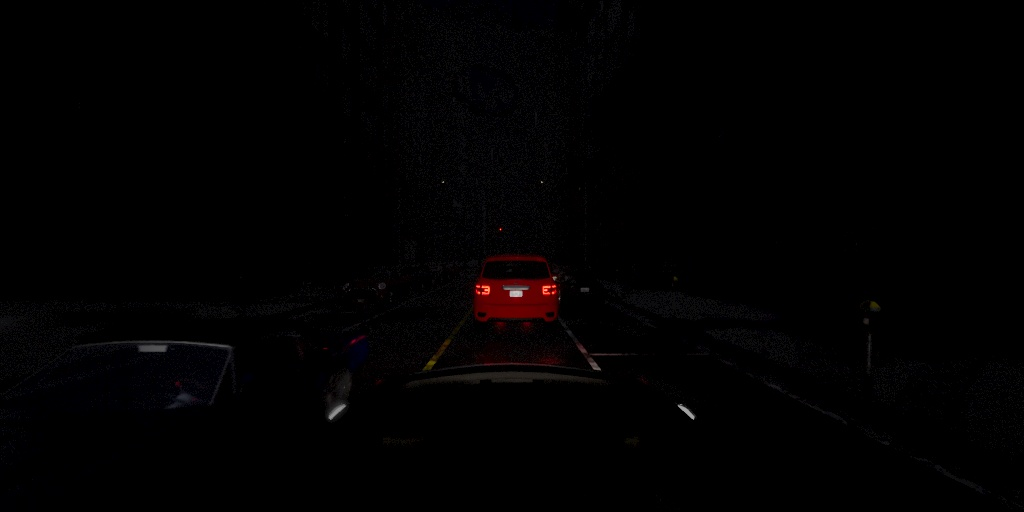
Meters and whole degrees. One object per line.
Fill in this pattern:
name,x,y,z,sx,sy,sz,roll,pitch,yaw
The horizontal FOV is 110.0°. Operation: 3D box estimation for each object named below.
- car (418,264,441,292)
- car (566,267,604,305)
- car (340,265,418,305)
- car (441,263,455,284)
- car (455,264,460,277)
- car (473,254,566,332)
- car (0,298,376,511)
car,-5.755,1.314,21.129,1.948,1.339,4.313,0,0,0
car,2.768,1.314,15.619,1.948,1.339,4.313,0,0,0
car,-5.758,1.188,15.623,1.967,1.591,4.097,0,0,0
car,-5.753,1.299,26.634,2.007,1.370,4.403,0,0,0
car,-5.750,1.294,32.139,1.888,1.381,4.507,0,0,0
car,0.106,0.970,10.981,2.150,2.045,5.566,0,0,0
car,-3.101,1.350,3.224,1.895,1.301,4.718,0,0,0
